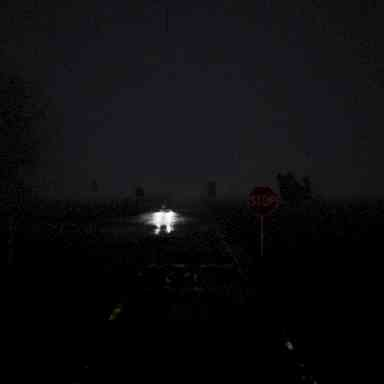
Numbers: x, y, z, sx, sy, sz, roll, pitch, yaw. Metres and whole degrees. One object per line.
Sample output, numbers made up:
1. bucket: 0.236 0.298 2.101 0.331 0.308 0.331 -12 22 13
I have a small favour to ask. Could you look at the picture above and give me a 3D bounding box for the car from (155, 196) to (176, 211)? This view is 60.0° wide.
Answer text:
1. car: -2.743 1.170 34.652 2.128 1.511 4.902 0 1 0
